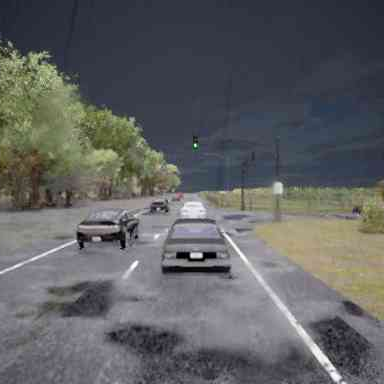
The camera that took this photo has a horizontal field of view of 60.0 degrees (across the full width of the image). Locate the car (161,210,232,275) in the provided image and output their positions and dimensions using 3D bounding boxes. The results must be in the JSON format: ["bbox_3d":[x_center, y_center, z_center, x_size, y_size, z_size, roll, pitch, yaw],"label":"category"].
[{"bbox_3d":[0.094,1.523,10.282,2.033,1.411,5.357,0,0,0],"label":"car"}]

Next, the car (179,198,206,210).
[{"bbox_3d":[0.091,1.466,25.203,1.812,1.442,4.674,0,0,0],"label":"car"}]

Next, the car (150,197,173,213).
[{"bbox_3d":[-3.409,1.419,36.190,1.837,1.490,4.892,0,1,0],"label":"car"}]

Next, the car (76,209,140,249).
[{"bbox_3d":[-3.402,1.458,14.262,2.128,1.511,4.902,0,0,0],"label":"car"}]

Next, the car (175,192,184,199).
[{"bbox_3d":[-3.524,0.978,94.241,2.150,2.045,5.566,0,0,0],"label":"car"}]

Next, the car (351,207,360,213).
[{"bbox_3d":[19.261,1.727,33.852,5.357,1.411,2.033,1,-1,0],"label":"car"}]

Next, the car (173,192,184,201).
[{"bbox_3d":[-3.509,1.348,75.006,2.033,1.411,5.357,0,0,0],"label":"car"}]
